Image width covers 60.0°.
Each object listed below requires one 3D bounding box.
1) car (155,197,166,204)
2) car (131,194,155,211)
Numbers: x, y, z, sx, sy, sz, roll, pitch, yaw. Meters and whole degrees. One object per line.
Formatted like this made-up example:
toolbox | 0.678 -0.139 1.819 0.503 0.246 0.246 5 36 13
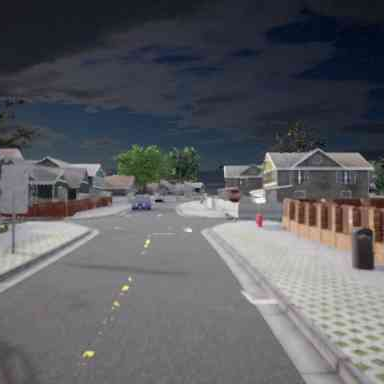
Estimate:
car | -6.271 1.652 65.660 1.895 1.301 4.718 0 0 3
car | -6.096 1.337 40.759 2.150 2.045 5.566 0 2 -4
